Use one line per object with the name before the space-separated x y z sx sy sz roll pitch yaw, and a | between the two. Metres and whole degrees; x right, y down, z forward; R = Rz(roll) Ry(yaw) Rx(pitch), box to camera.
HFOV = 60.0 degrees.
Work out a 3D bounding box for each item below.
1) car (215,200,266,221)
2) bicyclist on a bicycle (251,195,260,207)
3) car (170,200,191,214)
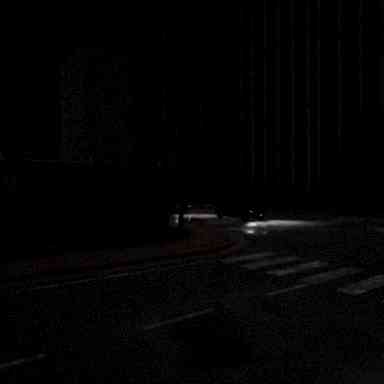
car | 3.678 1.406 26.150 1.812 1.442 4.674 0 0 -36
bicyclist on a bicycle | 7.804 1.139 40.970 1.656 1.620 0.582 -1 0 -36
car | -2.083 1.481 34.198 1.895 1.301 4.718 0 0 -36
